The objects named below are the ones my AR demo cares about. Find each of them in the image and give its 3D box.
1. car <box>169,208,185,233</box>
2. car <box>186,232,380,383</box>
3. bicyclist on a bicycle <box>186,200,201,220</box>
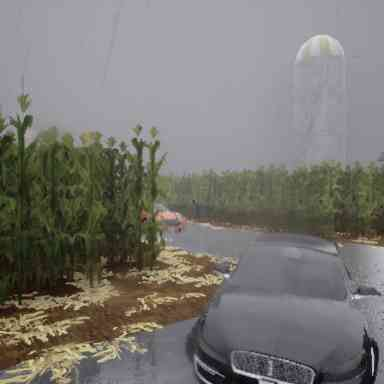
[{"bbox_3d":[-2.287,1.274,18.333,2.097,1.767,4.553,1,0,-35],"label":"car"},{"bbox_3d":[1.574,1.503,5.257,1.837,1.490,4.892,4,2,21],"label":"car"},{"bbox_3d":[0.232,1.417,26.028,1.656,1.620,0.582,1,0,-35],"label":"bicyclist on a bicycle"}]
